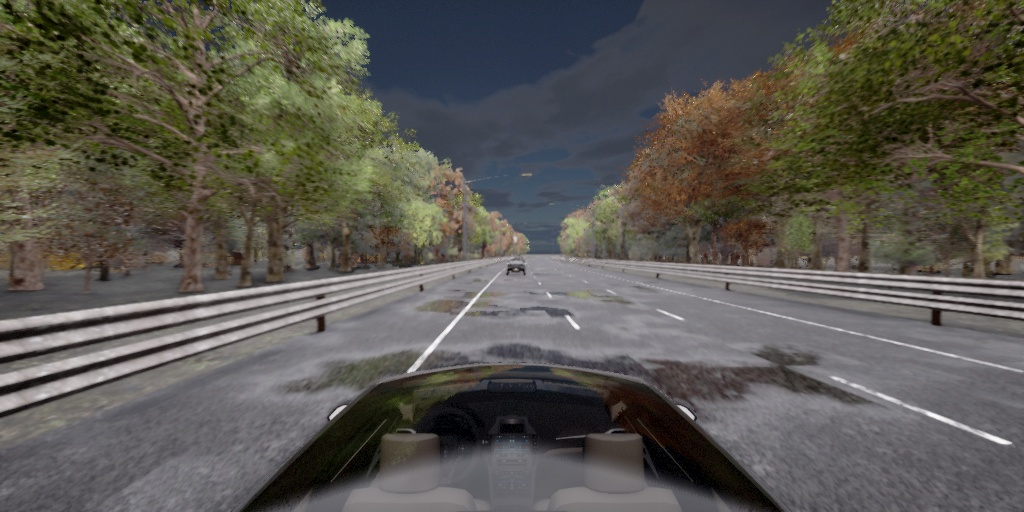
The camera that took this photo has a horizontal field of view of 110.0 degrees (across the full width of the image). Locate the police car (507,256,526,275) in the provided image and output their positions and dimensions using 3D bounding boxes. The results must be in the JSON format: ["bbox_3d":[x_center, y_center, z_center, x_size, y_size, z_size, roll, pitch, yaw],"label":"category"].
[{"bbox_3d":[0.460,1.063,37.225,1.930,1.638,5.238,0,0,2],"label":"police car"}]
